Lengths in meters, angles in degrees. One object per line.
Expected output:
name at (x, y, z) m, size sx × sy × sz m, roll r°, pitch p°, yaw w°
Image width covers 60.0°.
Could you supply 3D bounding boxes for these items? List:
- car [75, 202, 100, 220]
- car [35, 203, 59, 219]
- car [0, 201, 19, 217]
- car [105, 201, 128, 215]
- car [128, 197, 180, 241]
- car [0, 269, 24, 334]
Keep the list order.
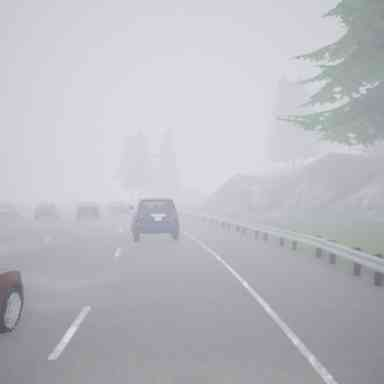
car at (-9.320, 1.582, 29.604) m, size 1.882 × 1.535 × 5.008 m, roll 0°, pitch 0°, yaw -20°
car at (-13.207, 1.671, 30.236) m, size 2.033 × 1.411 × 5.357 m, roll 0°, pitch 0°, yaw -22°
car at (-18.248, 1.628, 32.814) m, size 1.882 × 1.535 × 5.008 m, roll 0°, pitch 0°, yaw -24°
car at (-8.063, 1.660, 35.830) m, size 2.033 × 1.411 × 5.357 m, roll 0°, pitch 0°, yaw -24°
car at (-2.034, 1.270, 17.265) m, size 2.150 × 2.045 × 5.566 m, roll 0°, pitch 0°, yaw -12°
car at (-3.759, 1.502, 3.759) m, size 1.882 × 1.535 × 5.008 m, roll 0°, pitch 0°, yaw -3°
